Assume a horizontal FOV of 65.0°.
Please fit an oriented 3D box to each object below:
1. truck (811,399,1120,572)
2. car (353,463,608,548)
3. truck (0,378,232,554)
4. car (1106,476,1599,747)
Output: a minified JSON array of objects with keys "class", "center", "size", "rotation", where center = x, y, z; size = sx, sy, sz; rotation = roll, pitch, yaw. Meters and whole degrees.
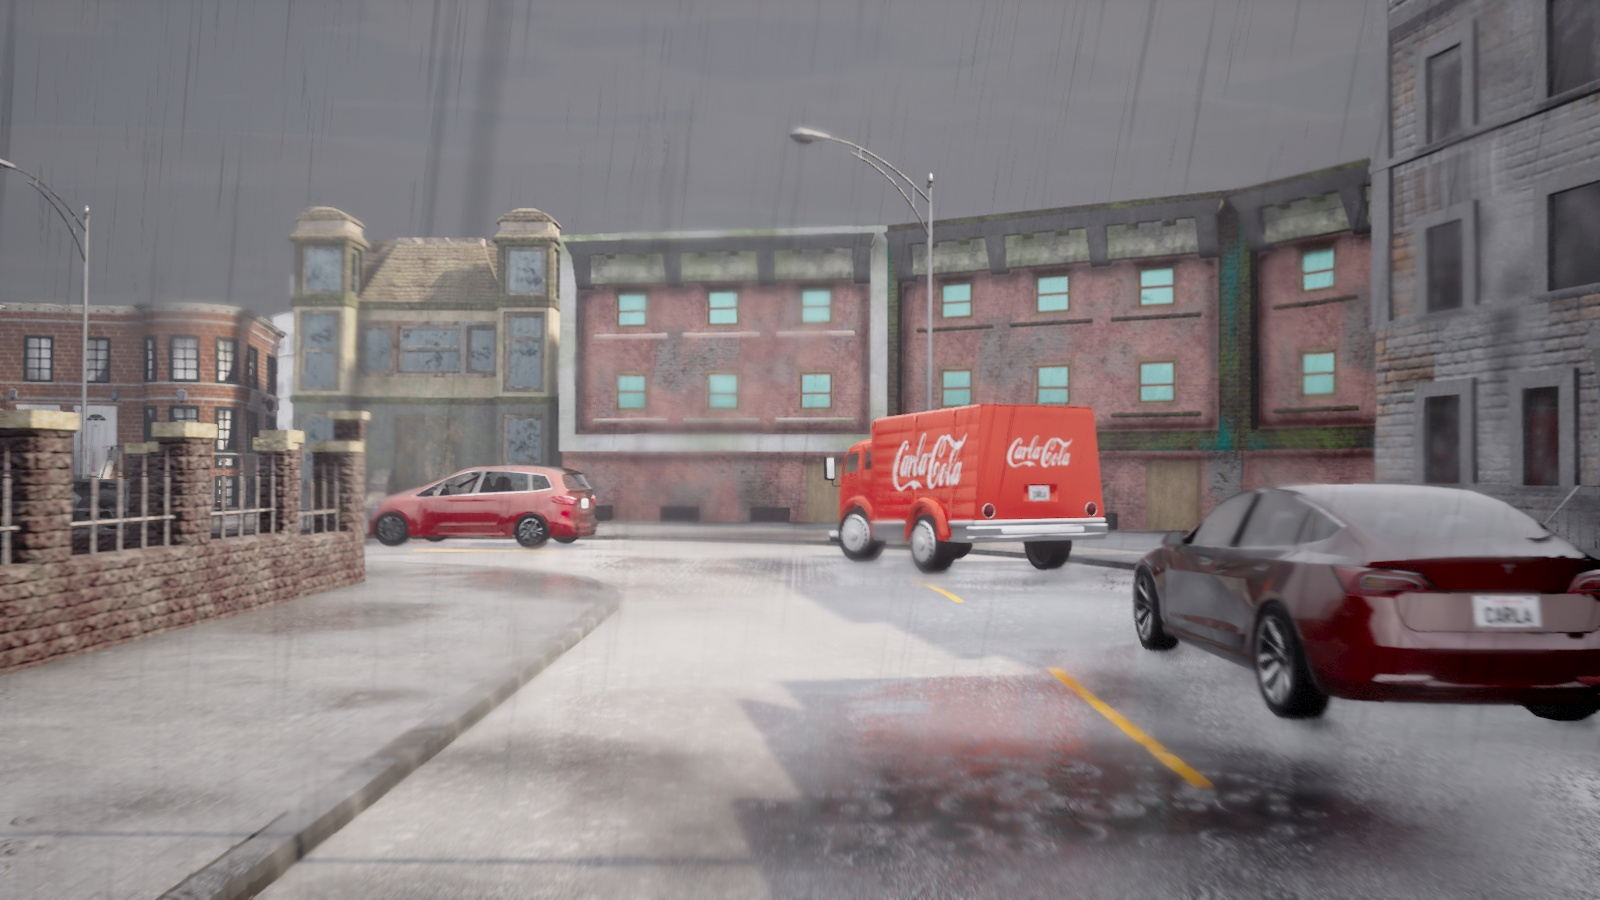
[{"class":"truck","center":[2.514,0.638,20.810],"size":[2.627,2.467,5.204],"rotation":[0,-3,-25]},{"class":"car","center":[-6.545,1.122,26.048],"size":[4.611,1.667,2.242],"rotation":[0,-1,9]},{"class":"truck","center":[-16.491,0.337,26.209],"size":[7.936,3.462,2.891],"rotation":[0,-1,-1]},{"class":"car","center":[3.975,0.957,9.439],"size":[2.163,1.488,4.792],"rotation":[0,-1,0]}]
